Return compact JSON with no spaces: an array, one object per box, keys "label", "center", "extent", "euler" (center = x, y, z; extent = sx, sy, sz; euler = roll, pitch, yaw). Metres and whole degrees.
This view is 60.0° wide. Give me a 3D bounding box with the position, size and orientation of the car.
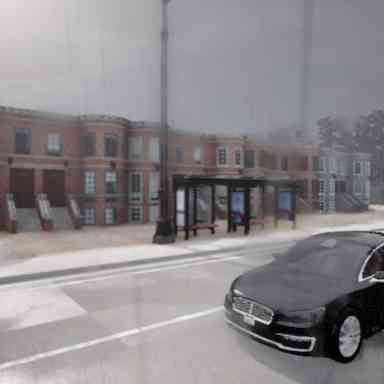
[{"label":"car","center":[2.759,1.512,5.962],"extent":[4.892,1.490,1.837],"euler":[0,0,-36]}]
